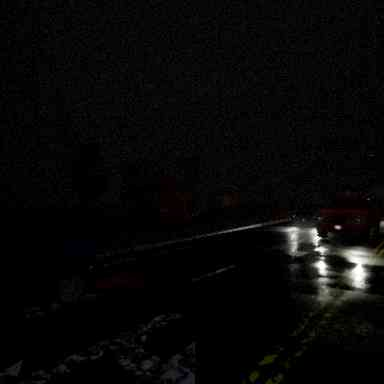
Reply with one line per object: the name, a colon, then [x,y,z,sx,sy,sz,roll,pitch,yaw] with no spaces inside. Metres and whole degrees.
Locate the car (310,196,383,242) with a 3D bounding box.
car: [8.126,1.224,16.994,2.150,2.045,5.566,0,0,37]

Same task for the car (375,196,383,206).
car: [31.848,1.472,55.295,1.882,1.535,5.008,0,0,36]

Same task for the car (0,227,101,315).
car: [-3.982,1.479,5.960,1.882,1.535,5.008,0,0,34]

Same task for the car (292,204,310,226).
car: [8.427,1.526,22.971,1.812,1.442,4.674,0,0,36]
